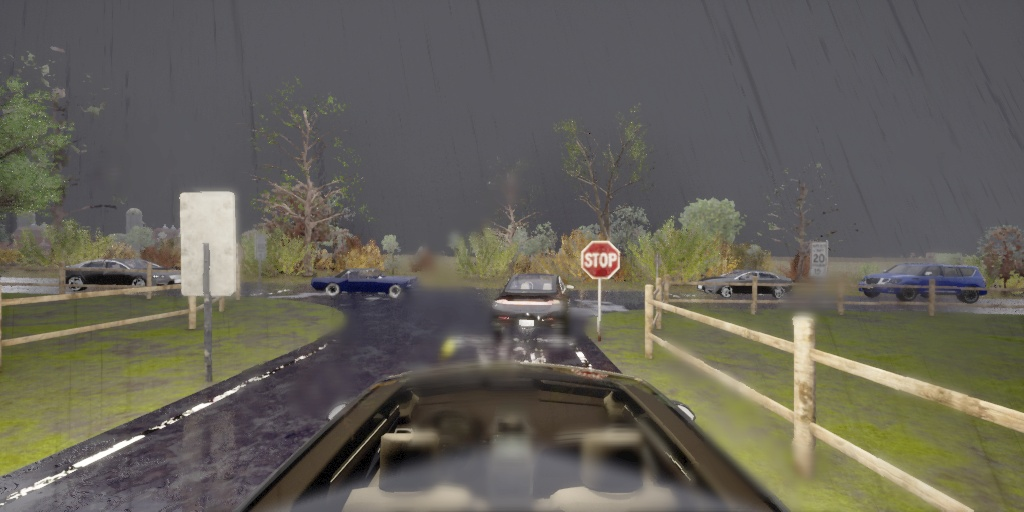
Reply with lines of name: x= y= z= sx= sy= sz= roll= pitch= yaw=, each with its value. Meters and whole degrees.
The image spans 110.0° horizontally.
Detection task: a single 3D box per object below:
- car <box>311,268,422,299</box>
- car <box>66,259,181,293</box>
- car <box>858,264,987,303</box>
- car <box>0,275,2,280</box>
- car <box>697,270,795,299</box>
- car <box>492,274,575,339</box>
car: x=-6.813 y=1.249 z=17.201 sx=4.718 sy=1.301 sz=1.895 roll=1 pitch=1 yaw=0
car: x=-18.481 y=0.886 z=17.225 sx=4.902 sy=1.511 sz=2.128 roll=1 pitch=1 yaw=0
car: x=22.910 y=1.467 z=20.099 sx=5.566 sy=2.045 sz=2.150 roll=1 pitch=1 yaw=0
car: x=-27.784 y=0.718 z=17.238 sx=4.674 sy=1.442 sz=1.812 roll=1 pitch=1 yaw=0
car: x=13.015 y=1.526 z=20.116 sx=4.902 sy=1.511 sz=2.128 roll=1 pitch=1 yaw=0
car: x=0.711 y=1.240 z=10.165 sx=2.128 sy=1.511 sz=4.902 roll=0 pitch=0 yaw=9
